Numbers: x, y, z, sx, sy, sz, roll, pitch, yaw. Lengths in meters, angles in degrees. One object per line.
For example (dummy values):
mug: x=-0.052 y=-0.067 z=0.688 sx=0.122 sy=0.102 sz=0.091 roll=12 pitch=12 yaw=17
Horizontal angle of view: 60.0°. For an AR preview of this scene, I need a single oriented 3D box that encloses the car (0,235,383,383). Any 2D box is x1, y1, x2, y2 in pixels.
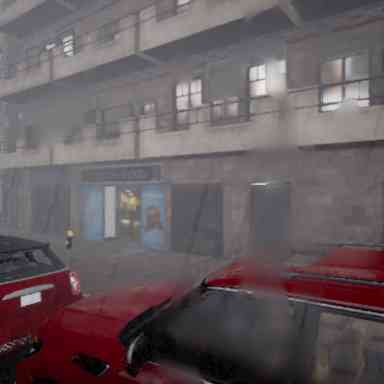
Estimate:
car: x=0.884 y=1.314 z=2.242 sx=5.009 sy=1.841 sz=2.192 roll=0 pitch=0 yaw=36
